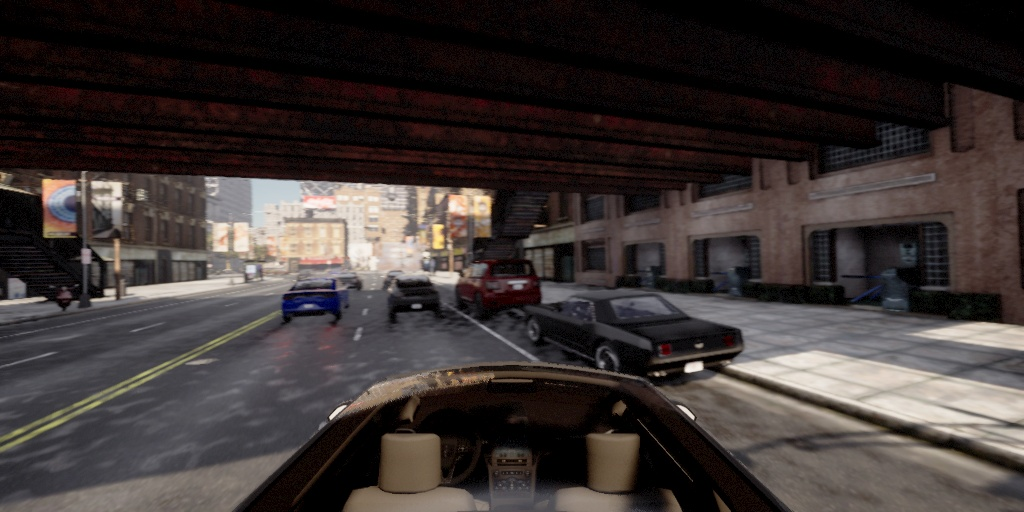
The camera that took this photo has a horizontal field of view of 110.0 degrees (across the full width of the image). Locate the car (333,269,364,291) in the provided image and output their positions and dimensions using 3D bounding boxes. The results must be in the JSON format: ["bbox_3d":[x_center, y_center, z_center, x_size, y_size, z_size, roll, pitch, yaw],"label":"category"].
[{"bbox_3d":[-12.812,1.964,28.219,1.812,1.442,4.674,-1,-1,-20],"label":"car"}]

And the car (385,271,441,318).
[{"bbox_3d":[-4.114,1.536,14.705,1.837,1.490,4.892,-1,0,-20],"label":"car"}]

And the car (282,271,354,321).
[{"bbox_3d":[-7.792,1.604,14.593,1.882,1.535,5.008,-1,-1,-20],"label":"car"}]

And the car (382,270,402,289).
[{"bbox_3d":[-9.530,1.892,29.431,1.812,1.442,4.674,-1,-1,-20],"label":"car"}]

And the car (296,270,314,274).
[{"bbox_3d":[-28.138,2.625,49.147,1.837,1.490,4.892,-1,0,-20],"label":"car"}]
